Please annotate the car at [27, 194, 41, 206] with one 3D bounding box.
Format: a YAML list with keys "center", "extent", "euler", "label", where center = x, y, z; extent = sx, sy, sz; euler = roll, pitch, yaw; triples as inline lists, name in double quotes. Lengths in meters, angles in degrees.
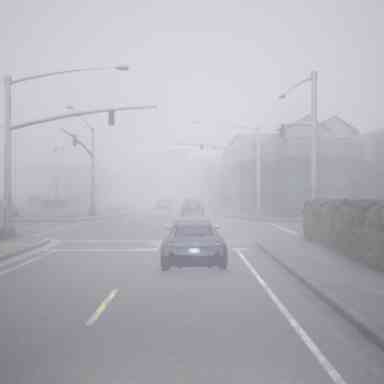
- center: [-25.891, 1.311, 55.977]
  extent: [1.932, 1.855, 4.605]
  euler: [0, 0, 0]
  label: "car"

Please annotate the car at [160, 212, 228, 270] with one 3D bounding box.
- center: [0.031, 1.569, 11.062]
  extent: [1.994, 1.385, 4.181]
  euler: [0, 0, -1]
  label: "car"

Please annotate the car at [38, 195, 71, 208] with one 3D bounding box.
- center: [-18.923, 1.508, 45.985]
  extent: [2.007, 1.523, 4.514]
  euler: [0, 0, 0]
  label: "car"

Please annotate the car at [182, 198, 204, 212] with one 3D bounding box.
- center: [0.097, 1.363, 32.792]
  extent: [2.097, 1.767, 4.553]
  euler: [0, 0, 0]
  label: "car"

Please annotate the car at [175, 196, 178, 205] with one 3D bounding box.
- center: [-3.525, 1.530, 60.041]
  extent: [1.837, 1.490, 4.892]
  euler: [0, 0, 0]
  label: "car"

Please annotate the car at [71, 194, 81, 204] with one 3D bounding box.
- center: [-22.626, 1.294, 63.854]
  extent: [1.905, 1.878, 3.866]
  euler: [0, 0, 0]
  label: "car"

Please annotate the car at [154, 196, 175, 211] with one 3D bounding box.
- center: [-3.591, 1.563, 41.395]
  extent: [2.033, 1.411, 5.357]
  euler: [0, 0, 0]
  label: "car"

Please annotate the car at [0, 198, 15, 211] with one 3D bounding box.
- center: [-22.566, 1.439, 38.926]
  extent: [1.970, 1.475, 3.806]
  euler: [0, 0, 0]
  label: "car"

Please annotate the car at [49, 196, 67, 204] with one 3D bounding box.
- center: [-25.952, 1.578, 64.456]
  extent: [1.970, 1.475, 3.806]
  euler: [0, 0, 0]
  label: "car"
